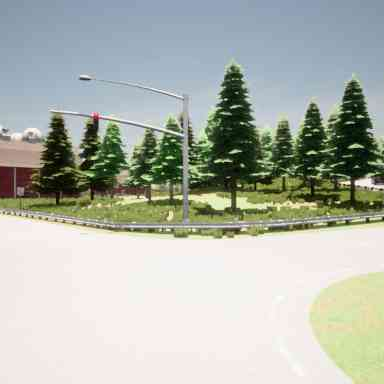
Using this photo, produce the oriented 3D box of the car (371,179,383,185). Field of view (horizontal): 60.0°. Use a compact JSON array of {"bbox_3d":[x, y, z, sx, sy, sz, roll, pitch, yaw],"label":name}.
[{"bbox_3d":[29.049,-1.912,51.483,1.837,1.490,4.892,0,5,21],"label":"car"}]
